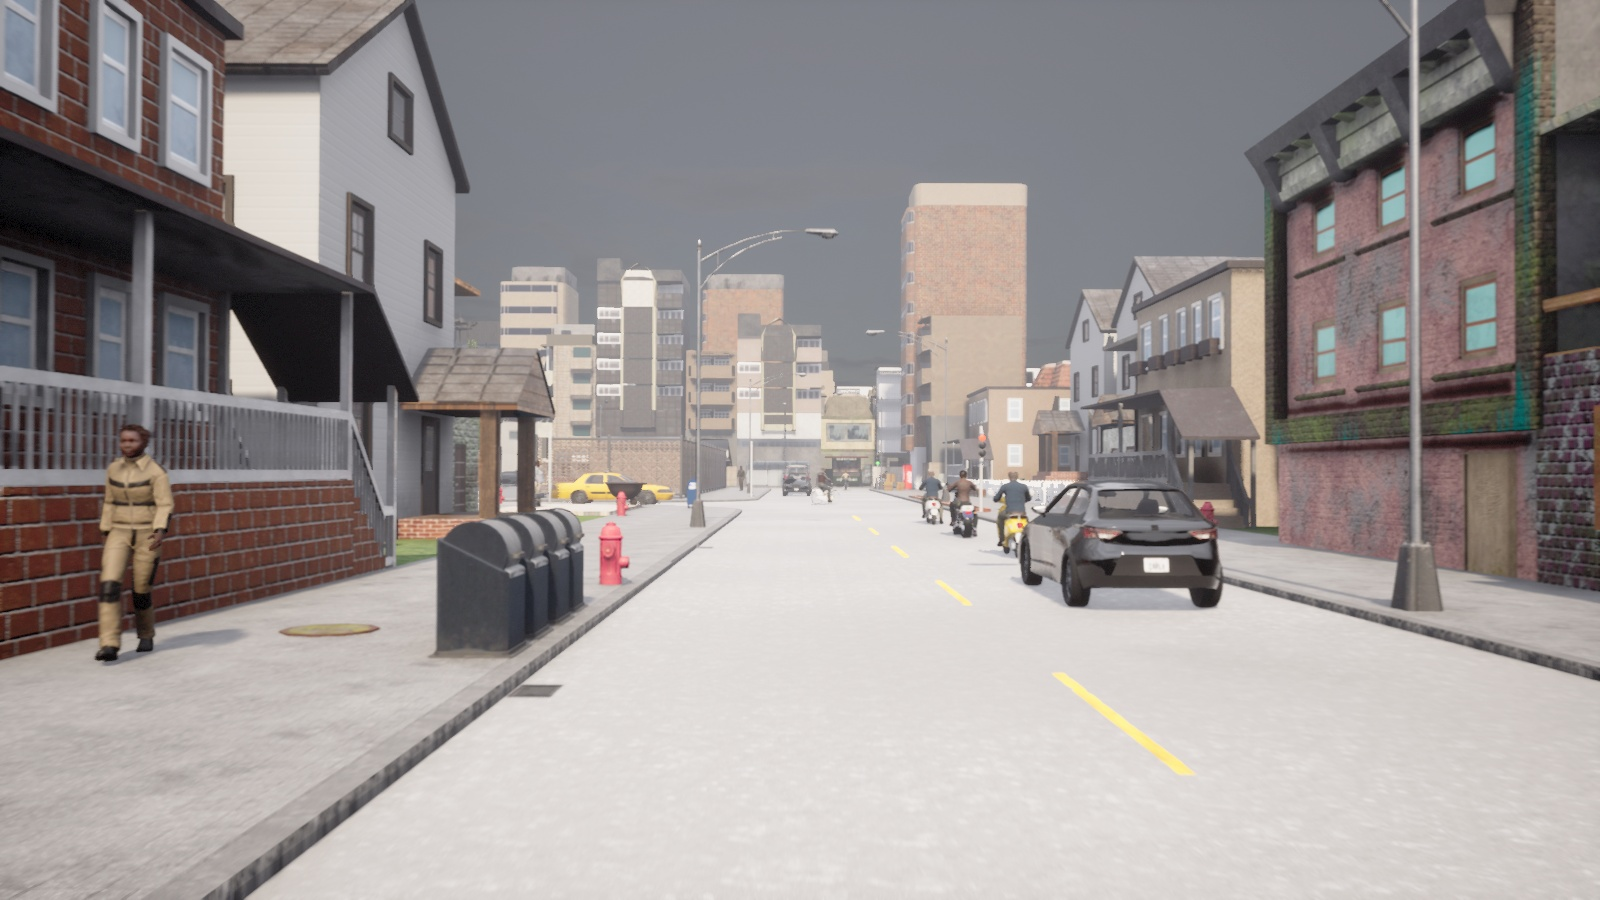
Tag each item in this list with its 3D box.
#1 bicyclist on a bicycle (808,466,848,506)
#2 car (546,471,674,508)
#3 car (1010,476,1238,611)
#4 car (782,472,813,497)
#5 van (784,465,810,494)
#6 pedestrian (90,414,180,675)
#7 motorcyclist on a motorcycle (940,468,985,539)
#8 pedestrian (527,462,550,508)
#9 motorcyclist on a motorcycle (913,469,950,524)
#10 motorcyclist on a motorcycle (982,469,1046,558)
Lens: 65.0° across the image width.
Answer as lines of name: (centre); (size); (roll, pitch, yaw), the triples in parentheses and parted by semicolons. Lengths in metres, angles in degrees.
bicyclist on a bicycle: (1.300, 1.652, 58.081); (1.843, 1.776, 0.659); (0, -3, -43)
car: (-8.303, 1.712, 55.277); (5.366, 1.575, 1.801); (0, -1, 0)
car: (3.958, 1.081, 16.063); (1.816, 1.474, 4.193); (0, -1, 0)
car: (-0.158, 2.149, 78.829); (1.816, 1.474, 4.193); (0, -1, 1)
van: (-0.213, 2.033, 87.498); (1.775, 1.987, 4.442); (0, -1, 0)
pedestrian: (-5.106, 0.707, 9.668); (0.396, 1.930, 0.692); (0, -1, -8)
motorcyclist on a motorcycle: (3.921, 1.259, 30.417); (0.766, 1.649, 2.350); (0, -1, 0)
pedestrian: (-10.743, 1.426, 51.502); (0.900, 1.855, 0.874); (0, -1, -14)
motorcyclist on a motorcycle: (3.914, 1.380, 37.485); (0.866, 1.590, 1.817); (0, -1, 0)
motorcyclist on a motorcycle: (3.939, 1.142, 23.261); (0.866, 1.590, 1.817); (0, -1, 0)
